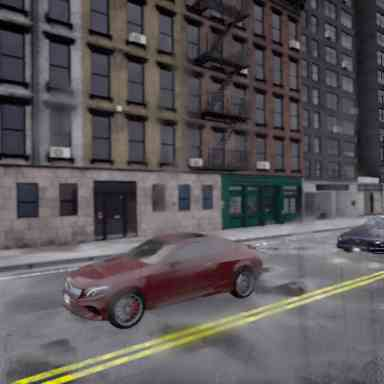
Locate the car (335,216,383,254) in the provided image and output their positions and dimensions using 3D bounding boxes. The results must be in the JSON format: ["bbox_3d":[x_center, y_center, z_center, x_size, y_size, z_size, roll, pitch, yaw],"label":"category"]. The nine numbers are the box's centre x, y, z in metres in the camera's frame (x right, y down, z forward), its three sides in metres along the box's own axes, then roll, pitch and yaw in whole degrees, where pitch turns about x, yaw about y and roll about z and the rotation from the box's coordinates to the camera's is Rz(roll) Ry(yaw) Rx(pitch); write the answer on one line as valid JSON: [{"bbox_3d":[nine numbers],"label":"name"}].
[{"bbox_3d":[8.155,1.715,13.701,5.357,1.411,2.033,0,-1,-36],"label":"car"}]

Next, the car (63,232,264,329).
[{"bbox_3d":[-0.381,1.675,7.392,4.674,1.442,1.812,0,-1,-36],"label":"car"}]
